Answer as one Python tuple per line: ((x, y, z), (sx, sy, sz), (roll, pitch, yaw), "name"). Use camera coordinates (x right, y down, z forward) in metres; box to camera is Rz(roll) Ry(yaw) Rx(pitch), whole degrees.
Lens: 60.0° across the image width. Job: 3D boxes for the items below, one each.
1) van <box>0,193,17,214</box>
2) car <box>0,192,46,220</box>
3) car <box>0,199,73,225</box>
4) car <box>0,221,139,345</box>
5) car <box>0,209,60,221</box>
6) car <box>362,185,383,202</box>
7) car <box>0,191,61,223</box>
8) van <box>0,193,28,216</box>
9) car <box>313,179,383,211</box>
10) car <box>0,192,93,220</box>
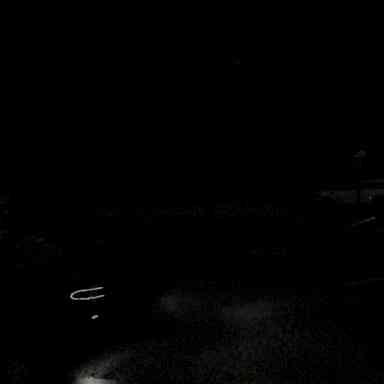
((-19.546, 1.161, 32.015), (1.878, 1.987, 4.442), (-1, 1, 24), "van")
((-15.353, 1.092, 27.755), (2.435, 2.045, 5.566), (-1, 1, 24), "car")
((-11.091, 1.324, 23.634), (2.163, 1.488, 4.792), (-1, 1, 24), "car")
((-3.433, 1.468, 6.107), (5.008, 1.535, 1.882), (-2, 2, 16), "car")
((-6.686, 1.526, 11.030), (5.357, 1.411, 2.033), (-1, 2, 43), "car")
((17.970, 0.097, 29.843), (4.674, 1.452, 2.002), (-2, 1, 26), "car")
((-13.232, 1.068, 25.691), (2.435, 2.045, 5.566), (-1, 1, 24), "car")
((-17.424, 1.138, 29.953), (1.878, 1.987, 4.442), (-1, 1, 24), "van")
((11.503, 0.210, 23.528), (5.566, 2.045, 2.435), (-2, 1, 26), "car")
((-8.980, 1.019, 21.623), (2.435, 2.045, 5.566), (-1, 1, 24), "car")
